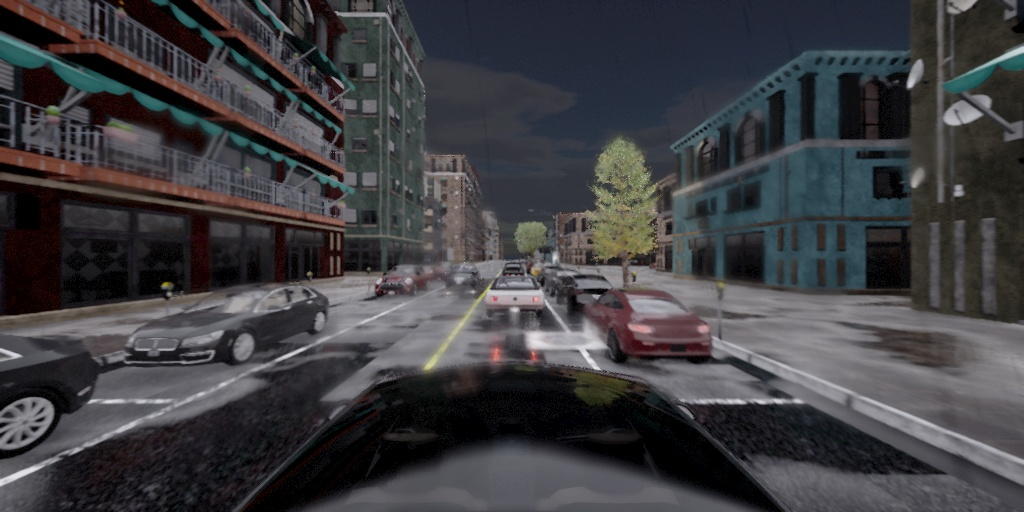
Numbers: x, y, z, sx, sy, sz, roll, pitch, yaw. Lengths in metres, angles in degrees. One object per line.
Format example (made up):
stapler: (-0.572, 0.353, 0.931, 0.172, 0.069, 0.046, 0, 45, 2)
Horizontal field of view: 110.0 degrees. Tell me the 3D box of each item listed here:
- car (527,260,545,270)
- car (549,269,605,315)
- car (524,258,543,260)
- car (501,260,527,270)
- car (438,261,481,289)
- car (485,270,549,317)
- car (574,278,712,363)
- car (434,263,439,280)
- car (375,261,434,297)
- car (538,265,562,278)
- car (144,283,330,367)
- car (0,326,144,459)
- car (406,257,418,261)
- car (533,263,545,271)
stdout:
car: (2.698, 1.348, 35.739, 1.751, 1.417, 4.829, 0, 0, 0)
car: (2.693, 1.337, 13.413, 1.948, 1.339, 4.313, 0, 0, 0)
car: (2.700, 1.150, 41.109, 2.192, 1.841, 5.009, 0, 0, 0)
car: (0.104, 1.315, 30.611, 1.837, 1.490, 4.892, 0, 0, 0)
car: (-3.094, 1.286, 23.456, 2.128, 1.511, 4.902, 0, 0, 0)
car: (0.099, 1.372, 13.252, 1.895, 1.301, 4.718, 0, 0, 0)
car: (2.692, 1.342, 7.873, 1.802, 1.307, 4.207, 0, 0, 0)
car: (-5.683, 1.249, 30.032, 1.967, 1.591, 4.097, 0, 0, 0)
car: (-5.686, 1.223, 18.953, 1.967, 1.591, 4.097, 0, 0, 0)
car: (2.694, 1.334, 18.950, 2.007, 1.370, 4.403, 0, 0, 0)
car: (-5.689, 1.310, 7.876, 2.007, 1.370, 4.403, 0, 0, 0)
car: (-5.690, 1.301, 2.337, 2.007, 1.370, 4.403, 0, 0, 0)
car: (-17.262, 1.145, 60.885, 5.009, 1.841, 2.192, 0, 0, 0)
car: (2.695, 1.363, 24.490, 1.948, 1.339, 4.313, 0, 0, 0)
